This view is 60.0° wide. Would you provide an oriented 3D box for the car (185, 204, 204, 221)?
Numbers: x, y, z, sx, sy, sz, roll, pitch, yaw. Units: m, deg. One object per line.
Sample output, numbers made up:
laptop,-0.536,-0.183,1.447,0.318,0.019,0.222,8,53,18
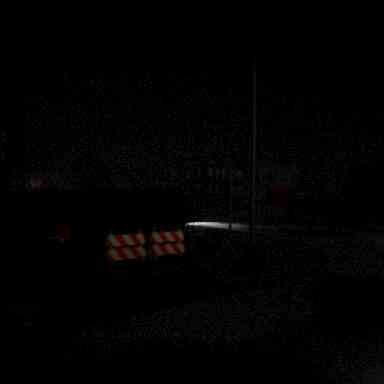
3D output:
car,-0.820,1.736,27.944,1.994,1.385,4.181,1,0,-36
